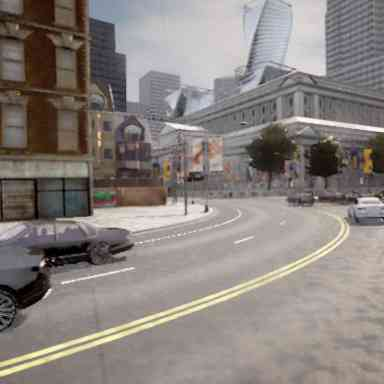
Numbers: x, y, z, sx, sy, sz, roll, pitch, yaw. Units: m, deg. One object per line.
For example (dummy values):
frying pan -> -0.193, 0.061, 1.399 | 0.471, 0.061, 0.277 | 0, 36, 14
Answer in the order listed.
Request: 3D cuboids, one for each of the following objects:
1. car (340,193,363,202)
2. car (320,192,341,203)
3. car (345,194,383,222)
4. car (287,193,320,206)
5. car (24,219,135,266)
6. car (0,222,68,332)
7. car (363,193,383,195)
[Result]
car -> 19.847, 0.784, 39.159 | 1.895, 1.301, 4.718 | -1, 1, -1
car -> 18.970, 0.669, 44.821 | 2.002, 1.452, 4.674 | -1, 1, -11
car -> 11.222, 1.077, 21.304 | 1.812, 1.442, 4.674 | -1, 1, 19
car -> 12.941, 0.816, 39.948 | 2.128, 1.511, 4.902 | -1, 1, -5
car -> -4.332, 1.542, 9.688 | 5.357, 1.411, 2.033 | -2, 1, -41
car -> -4.785, 1.542, 5.085 | 4.902, 1.511, 2.128 | -2, 1, -37
car -> 16.239, 0.907, 27.684 | 1.812, 1.442, 4.674 | -1, 1, 9
